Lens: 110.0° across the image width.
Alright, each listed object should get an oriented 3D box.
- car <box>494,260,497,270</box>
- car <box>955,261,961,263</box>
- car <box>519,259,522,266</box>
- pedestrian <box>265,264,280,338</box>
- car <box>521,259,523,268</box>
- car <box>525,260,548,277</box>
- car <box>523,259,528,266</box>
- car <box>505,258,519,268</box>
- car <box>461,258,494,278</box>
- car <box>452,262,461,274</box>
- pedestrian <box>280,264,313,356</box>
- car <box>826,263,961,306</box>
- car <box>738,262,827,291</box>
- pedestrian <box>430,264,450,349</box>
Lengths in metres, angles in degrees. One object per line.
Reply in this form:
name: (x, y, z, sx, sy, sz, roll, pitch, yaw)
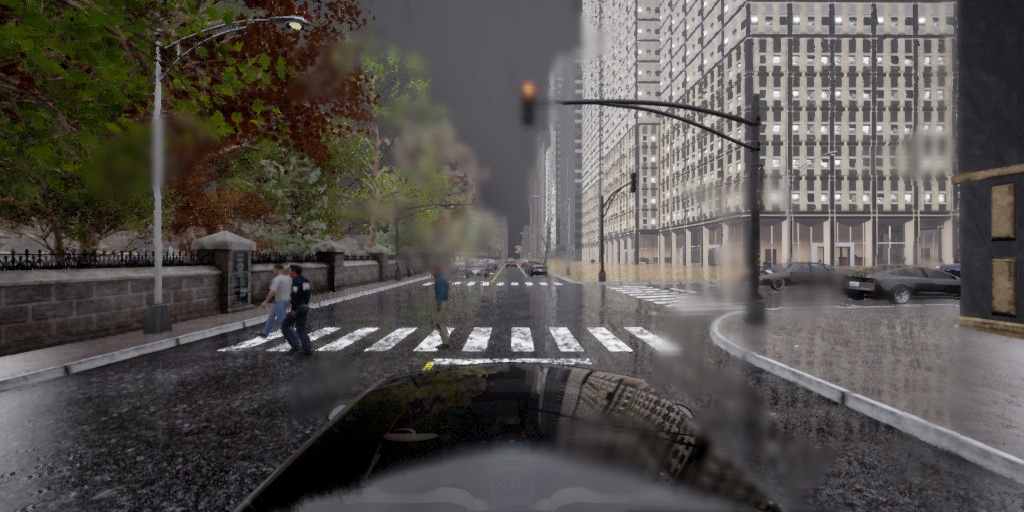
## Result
car: (-3.189, 1.334, 43.812, 1.994, 1.385, 4.181, 0, 0, 0)
car: (25.362, 0.655, 19.050, 4.553, 1.767, 2.097, -1, 0, 0)
car: (2.554, 1.337, 63.895, 1.888, 1.381, 4.507, 0, 0, 0)
pedestrian: (-5.327, 1.043, 8.272, 0.375, 1.860, 0.375, 0, 0, 0)
car: (2.590, 1.339, 46.997, 1.948, 1.339, 4.313, 0, 0, 0)
car: (2.614, 1.330, 35.732, 1.948, 1.339, 4.313, 0, 0, 0)
car: (2.602, 1.334, 41.365, 1.948, 1.339, 4.313, 0, 0, 0)
car: (-0.135, 1.295, 62.562, 1.837, 1.490, 4.892, 0, 0, 0)
car: (-3.156, 1.255, 33.902, 2.128, 1.511, 4.902, 0, 0, 1)
car: (-5.778, 1.350, 41.346, 1.802, 1.307, 4.207, 0, 0, 0)
pedestrian: (-4.218, 1.045, 7.075, 0.375, 1.860, 0.375, 0, 0, 0)
car: (14.659, 1.026, 13.176, 4.313, 1.339, 1.948, 0, 0, 0)
car: (15.102, 1.025, 18.974, 5.357, 1.411, 2.033, -1, 0, 0)
pedestrian: (-1.530, 1.044, 7.680, 0.375, 1.860, 0.375, 0, 0, 0)
